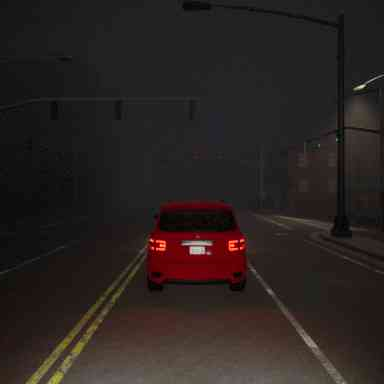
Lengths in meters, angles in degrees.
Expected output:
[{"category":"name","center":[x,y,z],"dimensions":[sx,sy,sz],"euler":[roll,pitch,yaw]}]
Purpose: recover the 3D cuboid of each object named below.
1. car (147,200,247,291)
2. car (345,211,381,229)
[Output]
[{"category":"car","center":[0.098,1.221,9.118],"dimensions":[2.150,2.045,5.566],"euler":[0,0,0]},{"category":"car","center":[15.426,2.488,29.717],"dimensions":[4.902,1.511,2.128],"euler":[8,0,0]}]
